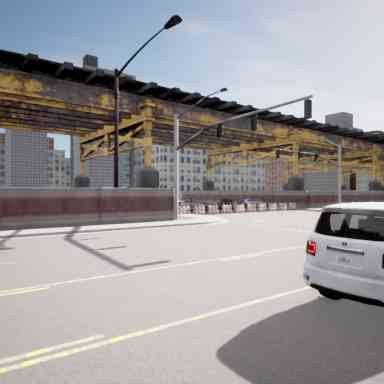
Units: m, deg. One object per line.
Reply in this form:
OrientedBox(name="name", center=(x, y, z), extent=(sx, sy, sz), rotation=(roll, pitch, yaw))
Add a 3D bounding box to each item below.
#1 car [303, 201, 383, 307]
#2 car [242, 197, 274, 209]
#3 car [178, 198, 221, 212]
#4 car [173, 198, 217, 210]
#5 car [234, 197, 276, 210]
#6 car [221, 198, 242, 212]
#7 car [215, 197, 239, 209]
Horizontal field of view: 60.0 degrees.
OrientedBox(name="car", center=(4.766, 1.221, 7.157), extent=(5.566, 2.045, 2.150), rotation=(0, 0, -35))
OrientedBox(name="car", center=(8.033, 1.295, 42.993), extent=(4.536, 1.218, 1.853), rotation=(0, 0, -7))
OrientedBox(name="car", center=(0.414, 1.453, 36.573), extent=(4.974, 1.542, 2.038), rotation=(0, 0, 8))
OrientedBox(name="car", center=(0.363, 1.295, 36.580), extent=(4.536, 1.218, 1.853), rotation=(0, 0, 8))
OrientedBox(name="car", center=(8.085, 1.453, 43.000), extent=(4.974, 1.542, 2.038), rotation=(0, 0, -7))
OrientedBox(name="car", center=(4.166, 1.453, 39.249), extent=(2.038, 1.542, 4.974), rotation=(0, 0, 18))
OrientedBox(name="car", center=(4.181, 1.295, 39.299), extent=(1.853, 1.218, 4.536), rotation=(0, 0, 18))
